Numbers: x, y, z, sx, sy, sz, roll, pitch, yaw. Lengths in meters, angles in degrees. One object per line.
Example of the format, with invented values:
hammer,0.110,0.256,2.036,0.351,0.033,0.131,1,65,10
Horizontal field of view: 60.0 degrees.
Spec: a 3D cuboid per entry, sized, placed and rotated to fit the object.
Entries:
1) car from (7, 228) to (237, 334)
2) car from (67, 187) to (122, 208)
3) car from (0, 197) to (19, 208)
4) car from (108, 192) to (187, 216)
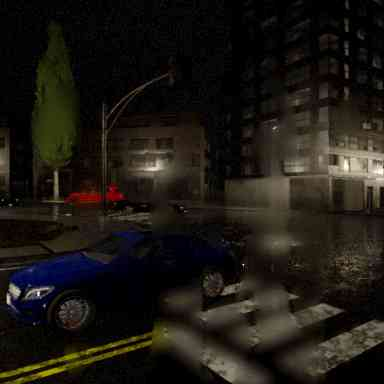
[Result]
car,-1.138,1.527,6.862,4.674,1.442,1.812,0,0,-35
car,-9.485,0.475,32.865,5.566,2.045,2.150,1,0,11
car,-16.893,0.690,27.513,4.718,1.301,1.895,1,0,11
car,-3.093,0.975,24.784,5.357,1.411,2.033,1,0,10
